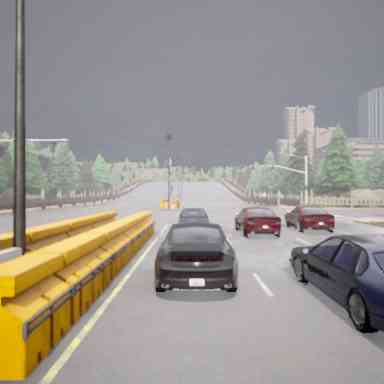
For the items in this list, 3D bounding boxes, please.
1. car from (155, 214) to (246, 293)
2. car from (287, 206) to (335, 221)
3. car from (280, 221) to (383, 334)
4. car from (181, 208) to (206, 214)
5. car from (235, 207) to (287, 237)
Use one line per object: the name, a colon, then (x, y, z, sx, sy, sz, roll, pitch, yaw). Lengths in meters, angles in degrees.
car: (0.094, 1.554, 8.977, 1.837, 1.490, 4.892, 0, -1, 0)
car: (7.203, 1.592, 20.756, 1.882, 1.535, 5.008, 0, 0, 2)
car: (3.589, 1.585, 6.757, 2.033, 1.411, 5.357, 0, 0, 0)
car: (0.083, 1.656, 19.526, 2.033, 1.411, 5.357, 0, 0, 0)
car: (3.582, 1.581, 18.749, 1.882, 1.535, 5.008, 0, 0, 0)
